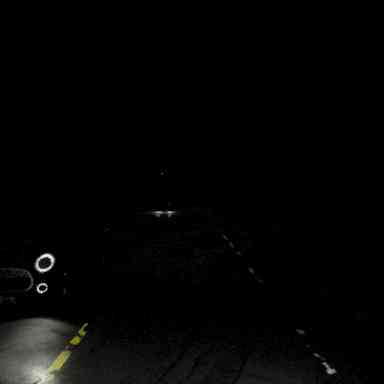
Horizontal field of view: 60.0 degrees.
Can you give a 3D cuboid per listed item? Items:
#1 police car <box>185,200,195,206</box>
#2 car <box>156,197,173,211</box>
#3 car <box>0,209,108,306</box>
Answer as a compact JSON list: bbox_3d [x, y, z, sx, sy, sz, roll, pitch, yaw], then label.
[{"bbox_3d":[-0.248,2.936,92.039,1.930,1.638,5.238,0,-2,-2],"label":"police car"},{"bbox_3d":[-4.018,1.747,49.206,2.150,2.045,5.566,0,-1,-1],"label":"car"},{"bbox_3d":[-3.621,1.364,8.267,2.097,1.767,4.553,0,0,0],"label":"car"}]
